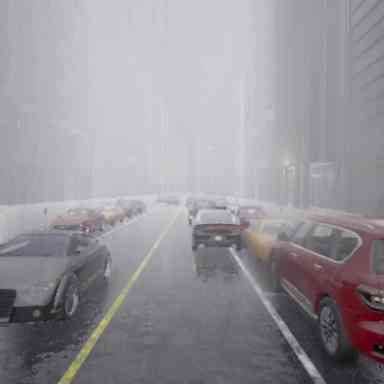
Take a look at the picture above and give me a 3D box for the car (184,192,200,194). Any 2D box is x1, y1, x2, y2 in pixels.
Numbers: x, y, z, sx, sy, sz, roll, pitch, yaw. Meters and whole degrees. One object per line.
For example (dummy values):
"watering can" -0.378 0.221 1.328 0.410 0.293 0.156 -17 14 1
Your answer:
"car" 0.043 1.350 64.044 2.128 1.511 4.902 0 0 0

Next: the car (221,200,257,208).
"car" 2.774 1.395 17.150 1.967 1.590 4.097 0 0 0

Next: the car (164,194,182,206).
"car" -2.964 1.414 52.951 1.837 1.490 4.892 0 0 0

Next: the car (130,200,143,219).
"car" -5.743 1.474 28.505 1.887 1.381 4.507 0 0 0

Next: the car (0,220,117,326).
"car" -3.096 1.545 7.078 1.994 1.385 4.181 0 0 0

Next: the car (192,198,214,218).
"car" 0.920 1.381 30.193 1.801 1.575 5.366 0 0 0

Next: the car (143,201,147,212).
"car" -5.740 1.483 34.183 1.947 1.339 4.313 0 0 0

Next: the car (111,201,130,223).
"car" -5.748 1.468 22.659 1.752 1.417 4.829 0 0 0

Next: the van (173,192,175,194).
"van" -5.709 1.171 79.602 1.690 1.788 3.998 0 0 0

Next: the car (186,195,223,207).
"car" 0.782 1.291 23.957 2.097 1.767 4.553 0 0 -1

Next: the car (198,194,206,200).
"car" 2.823 1.359 90.959 2.008 1.369 4.403 0 0 0

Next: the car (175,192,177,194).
"car" -5.706 1.134 85.280 2.192 1.841 5.009 0 0 0

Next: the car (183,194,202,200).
"car" 0.034 1.380 48.765 2.128 1.511 4.902 0 0 0

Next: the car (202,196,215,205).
"car" 2.801 1.438 56.892 1.947 1.339 4.313 0 0 0

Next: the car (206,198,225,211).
"car" 2.789 1.471 39.860 1.947 1.339 4.313 0 0 0

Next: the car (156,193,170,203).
"car" -5.721 1.302 62.570 1.967 1.590 4.097 0 0 0

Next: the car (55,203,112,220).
"car" -5.751 1.500 17.151 1.887 1.381 4.507 0 0 0

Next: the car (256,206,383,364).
"car" 2.766 1.299 5.793 2.192 1.841 5.009 0 0 0

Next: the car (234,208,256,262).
"car" 2.770 1.494 11.642 1.752 1.417 4.829 0 0 0

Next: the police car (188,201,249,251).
"police car" 0.909 1.388 14.112 1.930 1.638 5.238 0 0 0
